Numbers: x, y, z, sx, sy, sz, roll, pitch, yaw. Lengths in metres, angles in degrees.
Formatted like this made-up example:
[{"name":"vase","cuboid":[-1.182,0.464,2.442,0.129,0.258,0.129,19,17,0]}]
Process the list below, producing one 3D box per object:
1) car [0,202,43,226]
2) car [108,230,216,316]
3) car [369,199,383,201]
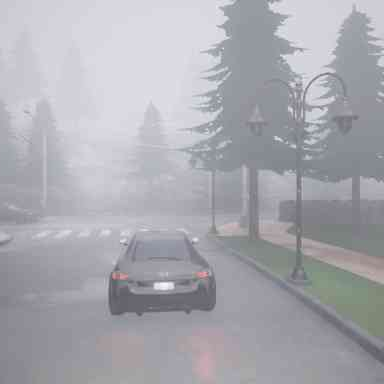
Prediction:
[{"name":"car","cuboid":[-12.176,1.372,21.560,4.674,1.442,1.812,0,0,0]},{"name":"car","cuboid":[-0.724,1.564,7.631,1.994,1.385,4.181,0,0,-7]},{"name":"car","cuboid":[16.551,1.347,28.415,4.892,1.490,1.837,0,0,-12]}]
